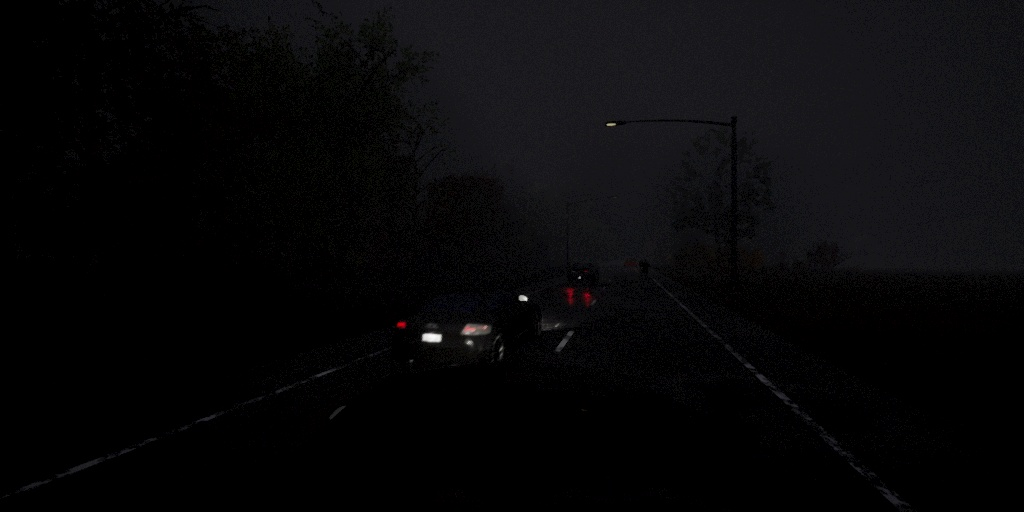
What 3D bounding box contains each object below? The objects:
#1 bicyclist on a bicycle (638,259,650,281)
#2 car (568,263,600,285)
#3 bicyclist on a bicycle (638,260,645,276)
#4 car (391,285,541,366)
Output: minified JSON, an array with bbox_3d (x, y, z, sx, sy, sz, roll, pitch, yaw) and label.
[{"bbox_3d":[10.487,1.126,28.181,0.659,1.776,1.843,0,0,18],"label":"bicyclist on a bicycle"},{"bbox_3d":[5.283,1.246,26.286,2.128,1.511,4.902,0,0,18],"label":"car"},{"bbox_3d":[13.196,1.211,36.554,0.582,1.620,1.656,0,0,18],"label":"bicyclist on a bicycle"},{"bbox_3d":[-0.696,1.314,7.793,1.994,1.385,4.181,0,0,18],"label":"car"}]
